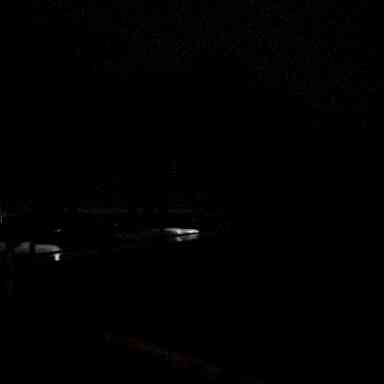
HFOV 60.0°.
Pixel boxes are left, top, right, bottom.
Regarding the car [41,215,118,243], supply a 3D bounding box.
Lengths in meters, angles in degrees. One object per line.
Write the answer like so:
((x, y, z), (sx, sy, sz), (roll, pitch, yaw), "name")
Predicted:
((-6.493, 2.104, 19.731), (1.812, 1.442, 4.674), (0, -2, 36), "car")

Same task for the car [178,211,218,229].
((0.685, 2.444, 29.850), (1.812, 1.442, 4.674), (0, -1, 36), "car")
